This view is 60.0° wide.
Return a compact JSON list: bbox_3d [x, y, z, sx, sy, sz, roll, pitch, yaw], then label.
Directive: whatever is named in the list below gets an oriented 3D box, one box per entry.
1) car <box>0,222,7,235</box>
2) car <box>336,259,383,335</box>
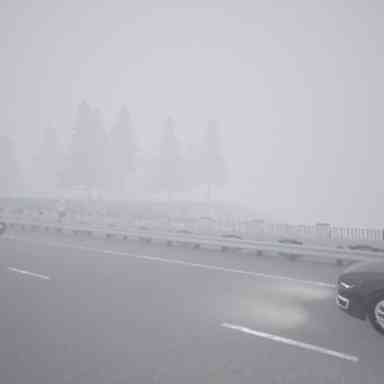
[{"bbox_3d":[-11.015,1.656,16.118,4.718,1.301,1.895,0,0,35],"label":"car"},{"bbox_3d":[4.773,1.500,4.895,4.892,1.490,1.837,0,0,35],"label":"car"}]
